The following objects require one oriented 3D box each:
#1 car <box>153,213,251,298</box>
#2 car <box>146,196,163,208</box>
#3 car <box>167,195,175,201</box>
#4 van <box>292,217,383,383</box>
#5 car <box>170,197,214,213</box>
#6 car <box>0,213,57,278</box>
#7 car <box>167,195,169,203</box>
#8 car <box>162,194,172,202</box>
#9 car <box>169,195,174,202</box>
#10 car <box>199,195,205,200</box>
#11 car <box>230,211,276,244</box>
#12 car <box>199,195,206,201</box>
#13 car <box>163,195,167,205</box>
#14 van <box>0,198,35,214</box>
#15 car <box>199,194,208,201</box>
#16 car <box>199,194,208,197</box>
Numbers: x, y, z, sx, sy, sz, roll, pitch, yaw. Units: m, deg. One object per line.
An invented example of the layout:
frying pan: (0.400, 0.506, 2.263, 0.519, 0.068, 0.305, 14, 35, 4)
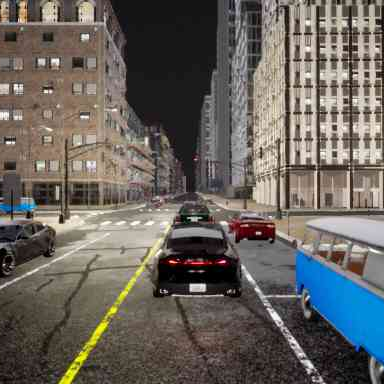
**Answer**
car: (0.108, 1.506, 8.515, 1.837, 1.490, 4.892, 0, 0, 0)
car: (-5.640, 1.573, 48.237, 1.802, 1.307, 4.206, 1, 0, 0)
car: (-5.605, 1.475, 87.629, 1.752, 1.417, 4.829, 1, 0, 0)
van: (2.705, 1.342, 4.632, 1.690, 1.788, 3.998, 1, 0, 0)
car: (0.085, 1.352, 17.608, 2.097, 1.767, 4.553, 0, 0, -1)
car: (-5.673, 1.567, 10.222, 1.947, 1.339, 4.313, 1, 0, 0)
car: (-5.630, 1.562, 59.541, 1.802, 1.307, 4.206, 1, 0, 0)
car: (-5.613, 1.402, 76.495, 1.967, 1.590, 4.097, 1, 0, 0)
car: (-5.620, 1.519, 70.843, 2.008, 1.369, 4.403, 1, 0, 0)
car: (2.779, 1.524, 93.441, 1.802, 1.307, 4.206, 1, 0, 0)
car: (2.712, 1.545, 15.786, 1.887, 1.381, 4.507, 1, 0, 0)
car: (2.776, 1.474, 87.960, 1.752, 1.417, 4.829, 1, 0, 0)
car: (-5.633, 1.426, 53.890, 1.967, 1.590, 4.097, 1, 0, 0)
van: (-19.705, 1.525, 37.119, 3.998, 1.788, 1.690, 0, 0, 1)
car: (2.772, 1.396, 82.139, 1.967, 1.590, 4.097, 1, 0, 0)
car: (2.751, 1.531, 59.532, 2.008, 1.369, 4.403, 1, 0, 0)
